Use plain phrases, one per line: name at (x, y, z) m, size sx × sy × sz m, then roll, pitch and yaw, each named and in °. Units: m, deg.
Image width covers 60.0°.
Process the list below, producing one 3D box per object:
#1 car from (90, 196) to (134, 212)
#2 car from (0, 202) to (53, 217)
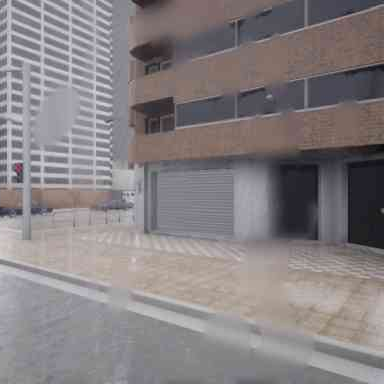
car at (-9.423, 1.547, 39.464) m, size 2.033 × 1.411 × 5.357 m, roll 0°, pitch 0°, yaw 36°
car at (-15.582, 1.601, 31.009) m, size 1.895 × 1.301 × 4.718 m, roll 0°, pitch 0°, yaw 36°
